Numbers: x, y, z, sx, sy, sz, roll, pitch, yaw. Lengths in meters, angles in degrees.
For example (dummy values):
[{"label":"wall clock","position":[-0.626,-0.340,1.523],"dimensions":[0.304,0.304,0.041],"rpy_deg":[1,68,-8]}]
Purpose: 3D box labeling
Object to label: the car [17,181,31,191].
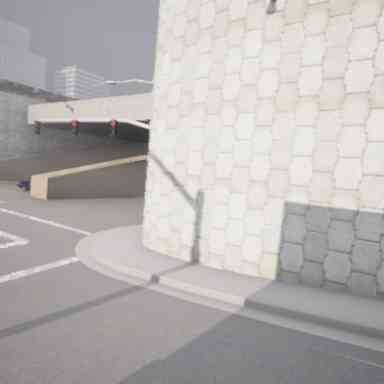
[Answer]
[{"label":"car","position":[-11.962,-0.616,27.977],"dimensions":[1.895,1.301,4.718],"rpy_deg":[7,4,34]}]
